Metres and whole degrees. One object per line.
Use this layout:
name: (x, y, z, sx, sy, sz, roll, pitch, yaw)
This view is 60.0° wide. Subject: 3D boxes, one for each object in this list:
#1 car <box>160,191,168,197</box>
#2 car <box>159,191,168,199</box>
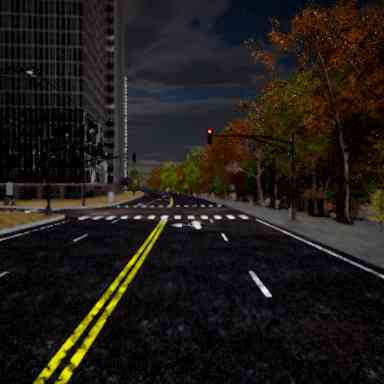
car: (-7.367, 0.484, 86.758, 2.128, 1.511, 4.902, 0, 1, -5)
car: (-5.706, 0.717, 66.723, 2.128, 1.511, 4.902, 0, 1, -4)
